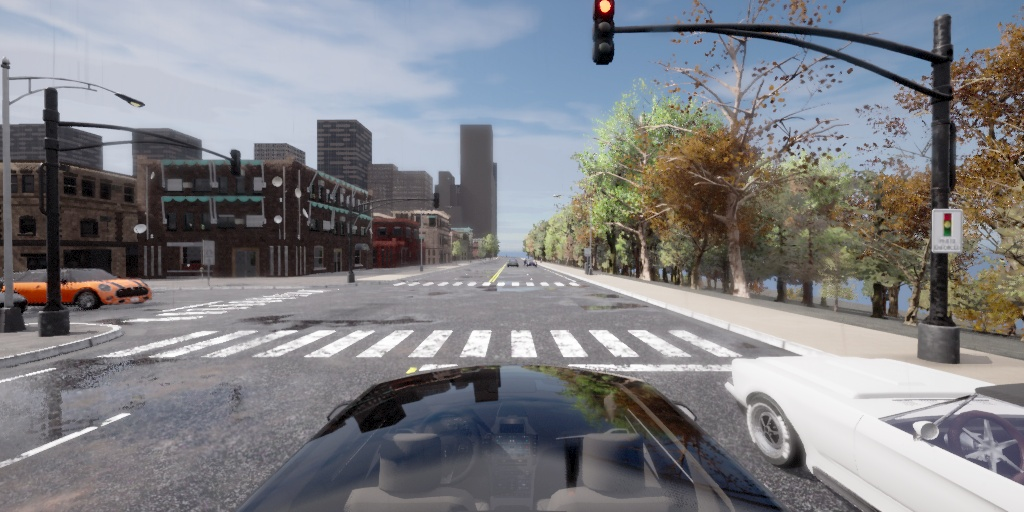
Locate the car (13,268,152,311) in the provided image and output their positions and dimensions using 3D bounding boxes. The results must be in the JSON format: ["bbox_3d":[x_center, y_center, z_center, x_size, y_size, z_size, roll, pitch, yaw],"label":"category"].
[{"bbox_3d":[-18.370,1.307,15.297,4.553,1.767,2.097,-1,1,-1],"label":"car"}]

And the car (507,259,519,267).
[{"bbox_3d":[0.155,1.290,63.434,1.994,1.385,4.181,0,0,1],"label":"car"}]

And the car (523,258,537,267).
[{"bbox_3d":[3.417,1.327,63.712,1.895,1.301,4.718,0,0,0],"label":"car"}]

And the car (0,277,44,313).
[{"bbox_3d":[-19.936,1.565,12.575,4.313,1.339,1.948,0,0,0],"label":"car"}]

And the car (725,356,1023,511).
[{"bbox_3d":[3.350,1.351,1.927,1.895,1.301,4.718,0,0,0],"label":"car"}]
